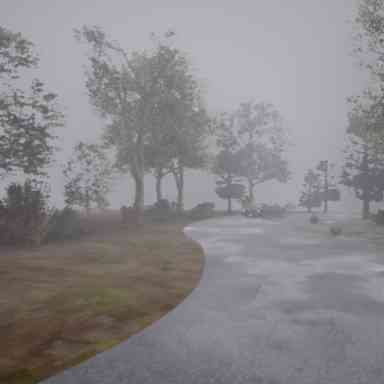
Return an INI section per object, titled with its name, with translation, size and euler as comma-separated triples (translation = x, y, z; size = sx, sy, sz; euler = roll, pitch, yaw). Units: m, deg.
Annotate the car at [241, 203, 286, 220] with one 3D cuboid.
[car]
translation = 6.314, 1.636, 29.122
size = 1.895, 1.301, 4.718
euler = 0, 0, 43
